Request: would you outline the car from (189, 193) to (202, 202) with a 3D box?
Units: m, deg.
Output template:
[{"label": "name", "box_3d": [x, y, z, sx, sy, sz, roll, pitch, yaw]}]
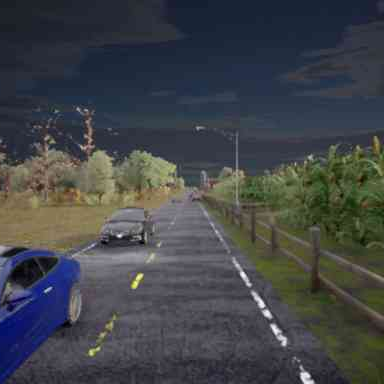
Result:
[{"label": "car", "box_3d": [0.903, 1.131, 67.384, 2.097, 1.767, 4.553, 0, 0, 1]}]

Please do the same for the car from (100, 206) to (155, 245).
[{"label": "car", "box_3d": [-2.838, 1.472, 15.461, 1.837, 1.490, 4.892, 0, 0, 0]}]

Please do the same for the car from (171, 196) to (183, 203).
[{"label": "car", "box_3d": [-2.777, 1.370, 61.417, 1.994, 1.385, 4.181, 0, 0, 1]}]

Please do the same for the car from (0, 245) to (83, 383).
[{"label": "car", "box_3d": [-2.845, 1.517, 4.308, 1.812, 1.442, 4.674, 0, 0, 0]}]
